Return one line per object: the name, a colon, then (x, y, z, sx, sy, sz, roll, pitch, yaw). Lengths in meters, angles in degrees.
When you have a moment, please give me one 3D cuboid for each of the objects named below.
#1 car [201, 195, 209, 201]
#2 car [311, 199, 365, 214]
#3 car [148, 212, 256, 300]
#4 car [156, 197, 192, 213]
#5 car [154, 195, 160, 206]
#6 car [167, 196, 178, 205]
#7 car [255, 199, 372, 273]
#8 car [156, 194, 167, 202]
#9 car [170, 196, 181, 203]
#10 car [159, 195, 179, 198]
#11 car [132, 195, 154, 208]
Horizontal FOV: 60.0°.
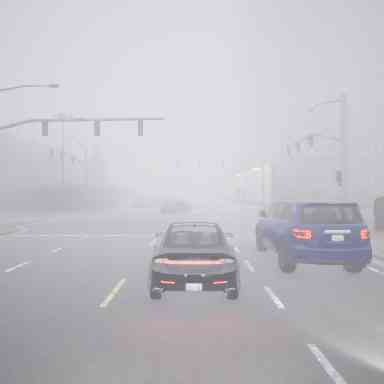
car: (3.485, 1.525, 88.830, 2.128, 1.511, 4.902, 0, 0, 0)
car: (15.577, 1.560, 35.638, 4.892, 1.490, 1.837, 0, 0, 0)
car: (0.055, 1.492, 8.396, 2.128, 1.511, 4.902, 0, 0, 0)
car: (-1.656, 1.588, 36.156, 1.994, 1.385, 4.181, 0, 0, 29)
car: (-7.094, 1.352, 56.096, 2.097, 1.767, 4.553, 0, 0, 0)
car: (-3.578, 1.505, 61.485, 1.837, 1.490, 4.892, 0, 0, 1)
car: (3.570, 1.221, 10.841, 2.150, 2.045, 5.566, 0, 0, 0)
car: (-7.013, 1.355, 76.464, 2.097, 1.767, 4.553, 0, 0, 0)
car: (-3.512, 1.540, 71.885, 2.033, 1.411, 5.357, 0, 0, 0)
car: (-3.595, 1.547, 51.890, 2.033, 1.411, 5.357, 0, 0, 0)
car: (-7.153, 1.352, 47.272, 2.097, 1.767, 4.553, 0, 0, 2)
